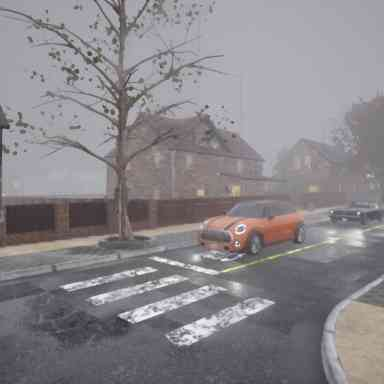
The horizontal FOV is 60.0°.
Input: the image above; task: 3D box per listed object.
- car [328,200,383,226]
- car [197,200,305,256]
[{"bbox_3d":[9.965,1.181,19.881,4.718,1.301,1.895,-1,2,-45],"label":"car"},{"bbox_3d":[2.295,1.119,12.266,4.553,1.767,2.097,-1,2,-45],"label":"car"}]
